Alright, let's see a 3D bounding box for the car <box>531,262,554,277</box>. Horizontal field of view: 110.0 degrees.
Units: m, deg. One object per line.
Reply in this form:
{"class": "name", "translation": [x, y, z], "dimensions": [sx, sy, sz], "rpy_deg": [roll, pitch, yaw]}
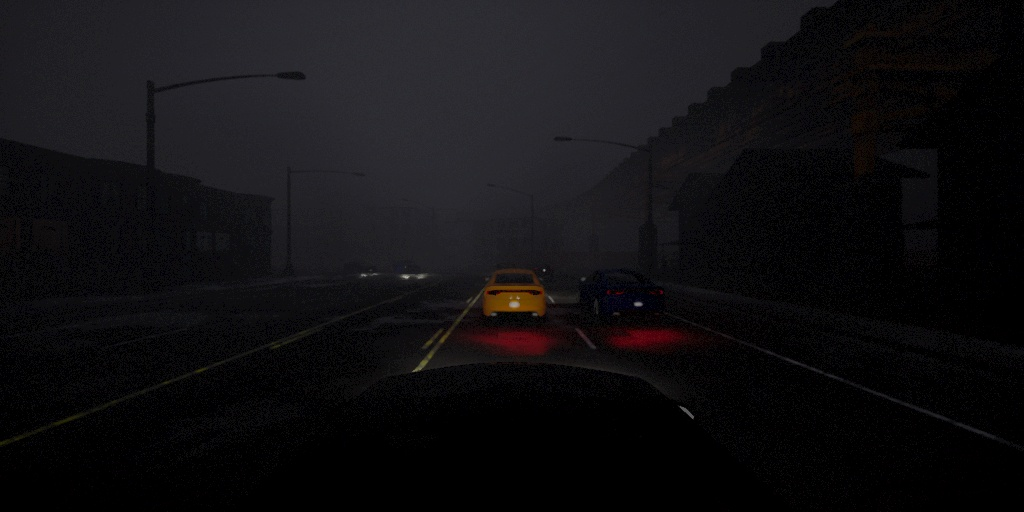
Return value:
{"class": "car", "translation": [2.381, 1.218, 33.315], "dimensions": [1.994, 1.385, 4.181], "rpy_deg": [0, 0, -12]}

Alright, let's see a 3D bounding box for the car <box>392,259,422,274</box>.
{"class": "car", "translation": [-11.519, 1.114, 39.186], "dimensions": [1.882, 1.535, 5.008], "rpy_deg": [0, 0, -36]}

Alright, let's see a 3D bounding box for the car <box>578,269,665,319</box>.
{"class": "car", "translation": [3.578, 1.194, 12.597], "dimensions": [1.882, 1.535, 5.008], "rpy_deg": [0, 0, 0]}

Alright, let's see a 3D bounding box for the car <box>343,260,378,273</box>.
{"class": "car", "translation": [-17.146, 1.181, 40.460], "dimensions": [5.357, 1.411, 2.033], "rpy_deg": [0, 0, 43]}

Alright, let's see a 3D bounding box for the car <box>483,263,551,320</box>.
{"class": "car", "translation": [0.078, 1.195, 12.503], "dimensions": [1.882, 1.535, 5.008], "rpy_deg": [0, 0, 0]}

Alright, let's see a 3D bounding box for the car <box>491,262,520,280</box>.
{"class": "car", "translation": [-0.639, 1.262, 31.157], "dimensions": [1.895, 1.301, 4.718], "rpy_deg": [0, 0, -9]}
